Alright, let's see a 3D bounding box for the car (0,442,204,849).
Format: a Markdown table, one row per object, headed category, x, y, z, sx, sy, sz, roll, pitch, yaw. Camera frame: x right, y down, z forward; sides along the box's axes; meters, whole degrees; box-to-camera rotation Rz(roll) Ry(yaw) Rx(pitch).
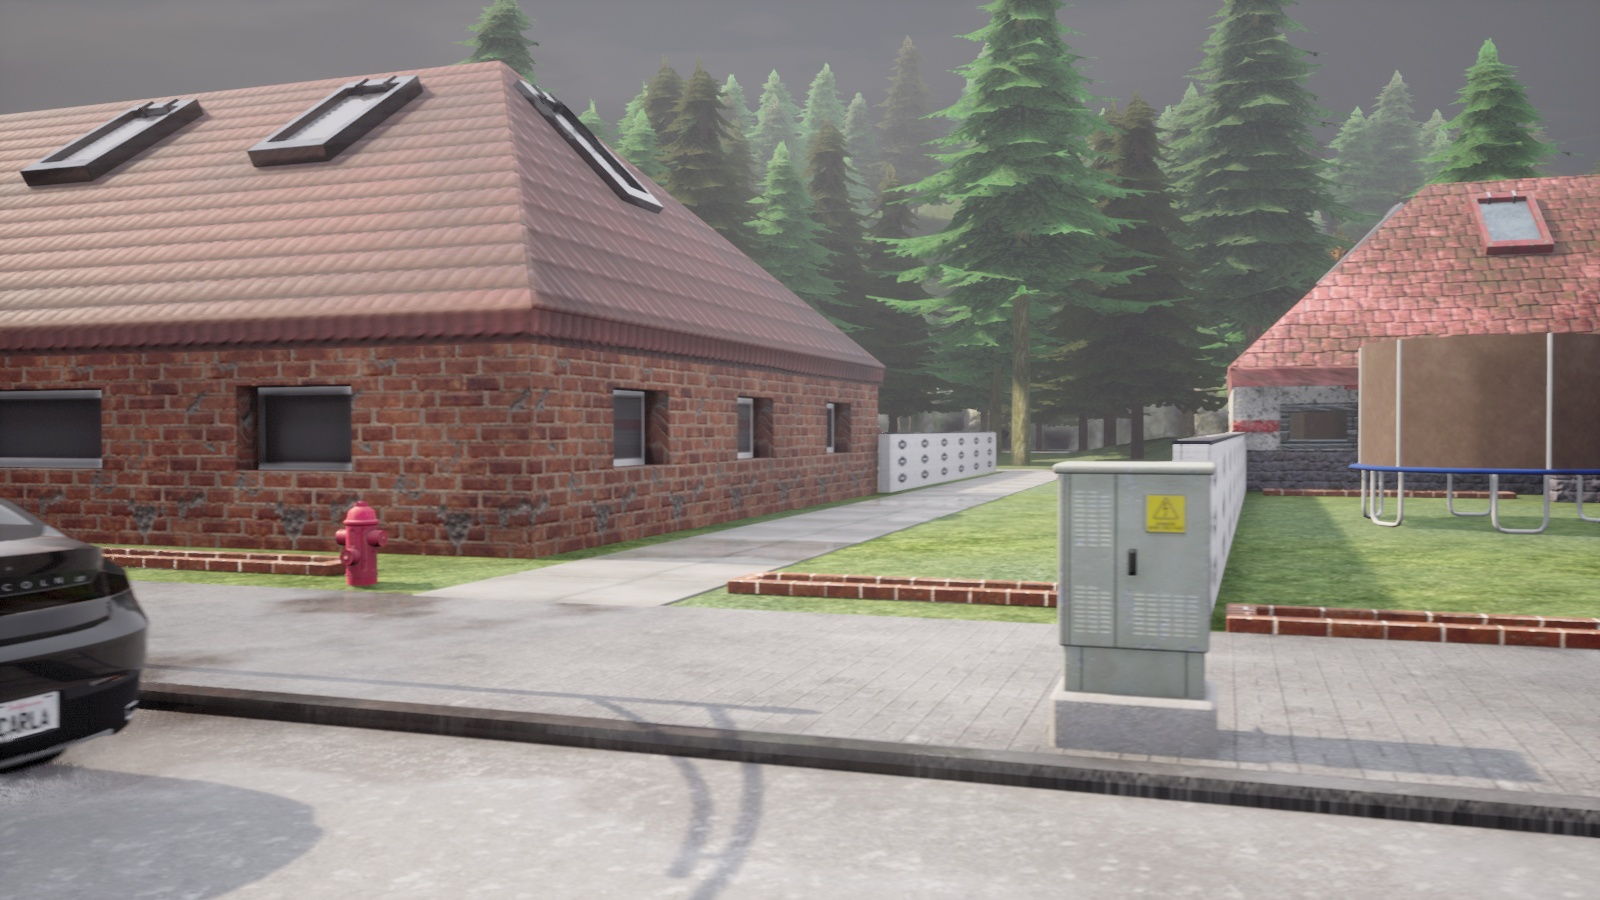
| category | x | y | z | sx | sy | sz | roll | pitch | yaw |
| --- | --- | --- | --- | --- | --- | --- | --- | --- | --- |
| car | -5.261 | 0.708 | 5.490 | 4.892 | 1.490 | 1.837 | 1 | 1 | 19 |
